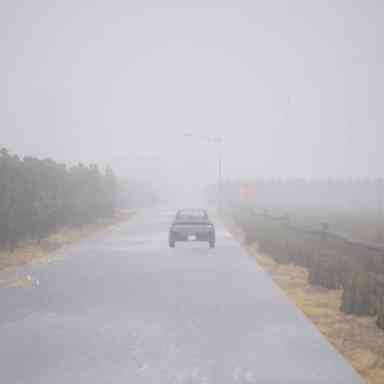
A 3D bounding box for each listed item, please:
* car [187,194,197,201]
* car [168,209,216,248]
[{"bbox_3d":[0.000,1.188,76.974,2.097,1.767,4.553,0,0,0],"label":"car"},{"bbox_3d":[0.000,1.477,14.648,2.128,1.511,4.902,0,0,0],"label":"car"}]
